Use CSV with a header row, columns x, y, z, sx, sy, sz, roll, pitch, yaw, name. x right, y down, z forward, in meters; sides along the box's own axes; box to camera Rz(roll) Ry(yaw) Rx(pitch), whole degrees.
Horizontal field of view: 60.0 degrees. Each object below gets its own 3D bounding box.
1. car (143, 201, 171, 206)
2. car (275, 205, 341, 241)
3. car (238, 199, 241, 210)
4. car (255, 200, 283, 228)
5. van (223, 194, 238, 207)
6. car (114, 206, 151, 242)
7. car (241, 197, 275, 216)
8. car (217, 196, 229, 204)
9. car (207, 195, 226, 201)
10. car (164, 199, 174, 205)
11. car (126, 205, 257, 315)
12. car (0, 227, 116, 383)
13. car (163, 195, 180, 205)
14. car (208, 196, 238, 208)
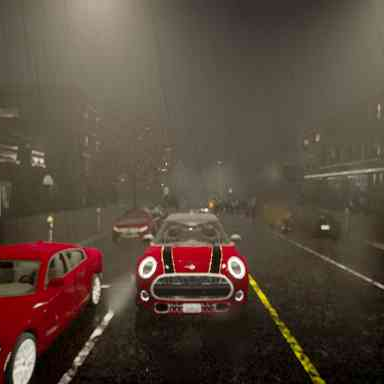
x,y,z,sx,sy,sz,roll,pitch,yaw,name
-2.692,1.524,21.806,2.008,1.369,4.403,-1,0,0,car
5.688,1.546,16.260,1.947,1.339,4.313,-1,0,0,car
5.691,1.535,38.453,1.802,1.307,4.206,-1,0,0,car
5.689,1.499,21.977,1.752,1.417,4.829,-1,0,0,car
5.689,1.280,49.549,1.690,1.788,3.998,-1,0,0,van
-2.692,1.562,16.258,1.802,1.307,4.206,-1,0,0,car
5.687,1.282,27.356,2.192,1.841,5.009,-1,0,0,car
5.693,1.450,60.816,1.752,1.417,4.829,-1,0,0,car
3.074,1.423,44.212,1.882,1.535,5.008,0,0,1,car
-2.691,1.549,27.355,1.802,1.307,4.206,-1,0,0,car
0.000,1.342,7.791,2.097,1.767,4.553,0,0,0,car
-2.693,1.538,5.162,1.887,1.381,4.507,-1,0,0,car
-2.692,1.261,43.999,2.192,1.841,5.009,-1,0,0,car
3.090,1.450,33.983,2.128,1.511,4.902,0,0,0,car
